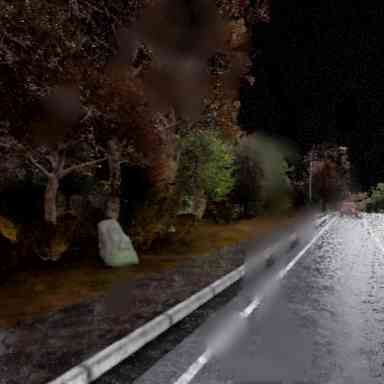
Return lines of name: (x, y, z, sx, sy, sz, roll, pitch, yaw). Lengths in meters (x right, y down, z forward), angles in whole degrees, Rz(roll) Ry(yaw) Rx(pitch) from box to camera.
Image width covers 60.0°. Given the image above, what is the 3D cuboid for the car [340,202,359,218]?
car: (22.519, 2.541, 47.563, 2.150, 2.045, 5.566, 2, -1, 26)
